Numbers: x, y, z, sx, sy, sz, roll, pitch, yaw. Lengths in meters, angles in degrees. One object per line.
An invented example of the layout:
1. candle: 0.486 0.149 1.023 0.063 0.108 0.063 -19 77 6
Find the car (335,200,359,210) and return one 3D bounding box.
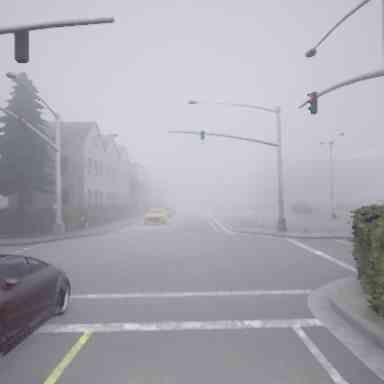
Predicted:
1. car: 25.572 2.182 54.983 2.152 1.636 5.027 -1 -2 0

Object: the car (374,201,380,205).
1. car: 22.443 1.732 37.604 1.932 1.855 4.605 -1 -2 0

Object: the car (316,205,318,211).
1. car: 19.158 2.393 54.650 1.970 1.475 3.806 -1 -2 0

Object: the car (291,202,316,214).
1. car: 15.502 2.351 47.598 2.007 1.523 4.514 -1 -2 0

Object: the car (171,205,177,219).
1. car: -3.519 2.518 43.389 2.097 1.767 4.553 -1 -2 0

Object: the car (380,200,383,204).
1. car: 19.162 1.574 29.735 1.905 1.878 3.866 -1 -2 0

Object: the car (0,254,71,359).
1. car: -3.490 1.728 5.256 1.994 1.385 4.181 -1 -2 -1

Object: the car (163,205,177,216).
1. car: -3.454 2.946 53.766 1.837 1.490 4.892 -1 -2 0

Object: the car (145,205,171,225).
1. car: -3.546 2.378 33.361 1.882 1.535 5.008 -1 -2 0
